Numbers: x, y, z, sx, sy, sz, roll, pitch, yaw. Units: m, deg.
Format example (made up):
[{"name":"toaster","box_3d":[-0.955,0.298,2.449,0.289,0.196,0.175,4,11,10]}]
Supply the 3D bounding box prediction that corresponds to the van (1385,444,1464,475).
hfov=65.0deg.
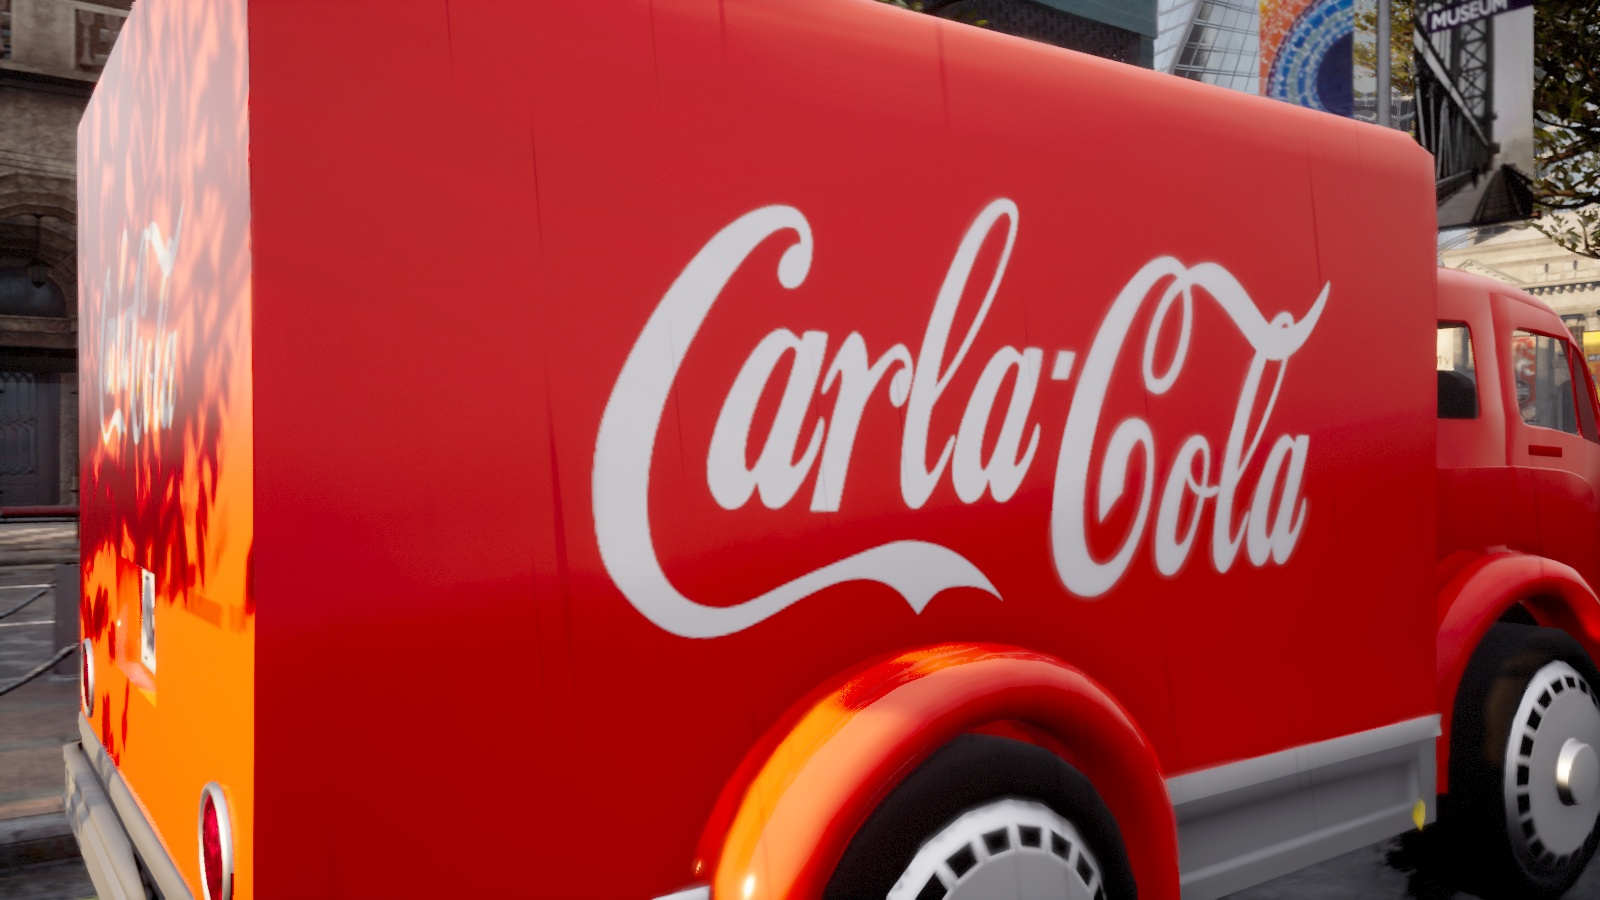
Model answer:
[{"name":"van","box_3d":[41.900,0.627,84.329,1.775,1.987,4.442,0,0,-35]}]

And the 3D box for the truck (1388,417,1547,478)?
[{"name":"truck","box_3d":[39.781,-0.128,75.158,2.891,3.462,7.936,0,0,-35]}]

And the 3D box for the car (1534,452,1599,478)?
[{"name":"car","box_3d":[45.623,0.843,72.893,1.837,1.490,4.892,0,0,-35]}]

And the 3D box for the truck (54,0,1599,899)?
[{"name":"truck","box_3d":[0.672,0.268,4.137,5.204,2.467,2.627,0,0,-35]}]
